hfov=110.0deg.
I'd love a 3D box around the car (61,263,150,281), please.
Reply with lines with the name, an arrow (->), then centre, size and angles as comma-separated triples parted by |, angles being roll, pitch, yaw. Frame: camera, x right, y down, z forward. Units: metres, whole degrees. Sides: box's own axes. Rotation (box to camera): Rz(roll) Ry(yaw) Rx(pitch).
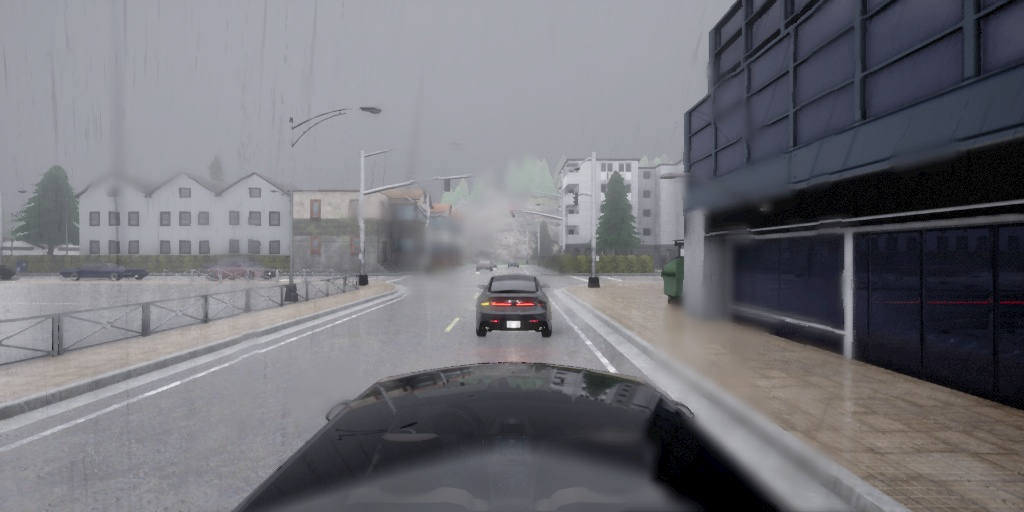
car -> -29.904, 1.174, 26.509 | 4.718, 1.301, 1.895 | 0, 0, 0

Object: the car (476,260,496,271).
car -> -3.518, 1.276, 47.700 | 1.812, 1.442, 4.674 | 0, 0, 0

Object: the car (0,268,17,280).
car -> -40.126, 1.174, 26.592 | 4.718, 1.301, 1.895 | 0, 0, 1

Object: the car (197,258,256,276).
car -> -23.628, 0.926, 30.168 | 4.553, 1.767, 2.097 | 0, 0, 0

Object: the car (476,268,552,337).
car -> 0.070, 1.255, 10.298 | 1.837, 1.490, 4.892 | 0, 0, 1

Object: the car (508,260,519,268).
car -> 0.199, 1.351, 60.949 | 1.895, 1.301, 4.718 | 0, 0, -1

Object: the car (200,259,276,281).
car -> -19.883, 1.138, 26.460 | 4.181, 1.385, 1.994 | 0, 0, 0
